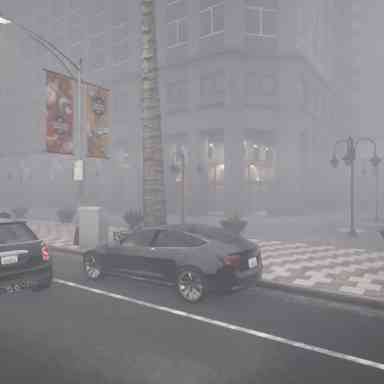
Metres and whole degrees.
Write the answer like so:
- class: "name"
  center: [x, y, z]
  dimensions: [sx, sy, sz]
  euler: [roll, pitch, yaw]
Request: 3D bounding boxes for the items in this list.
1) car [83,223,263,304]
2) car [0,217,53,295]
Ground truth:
- class: "car"
  center: [-0.652, 1.513, 8.250]
  dimensions: [4.786, 1.482, 2.161]
  euler: [0, 0, 35]
- class: "car"
  center: [-5.306, 1.352, 7.768]
  dimensions: [4.553, 1.767, 2.097]
  euler: [0, 0, 35]
